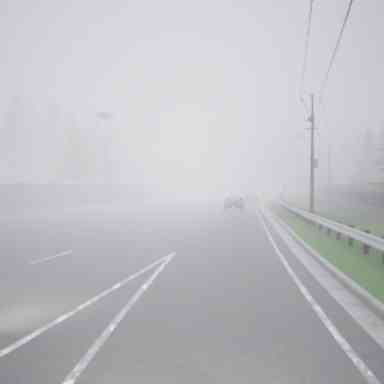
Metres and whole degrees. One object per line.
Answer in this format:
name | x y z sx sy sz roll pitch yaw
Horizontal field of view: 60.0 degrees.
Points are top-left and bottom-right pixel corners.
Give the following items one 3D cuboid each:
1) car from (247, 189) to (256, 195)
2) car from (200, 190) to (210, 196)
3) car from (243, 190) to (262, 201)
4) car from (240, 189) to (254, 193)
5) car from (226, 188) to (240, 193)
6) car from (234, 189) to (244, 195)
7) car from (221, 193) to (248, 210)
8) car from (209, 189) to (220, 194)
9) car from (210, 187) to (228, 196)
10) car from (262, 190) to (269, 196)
car | 16.436 -0.021 91.398 2.128 1.511 4.902 0 1 16
car | 3.508 0.241 84.212 2.033 1.411 5.357 0 1 16
car | 10.069 0.764 55.447 1.895 1.301 4.718 0 1 16
car | 13.616 0.287 81.371 2.128 1.511 4.902 0 1 16
car | 10.359 0.261 82.719 1.812 1.442 4.674 0 1 16
car | 13.067 -0.089 92.345 1.882 1.535 5.008 0 1 16
car | 4.365 1.089 33.634 1.895 1.301 4.718 0 1 12
car | 6.328 -0.068 94.240 2.033 1.411 5.357 0 1 16
car | 6.886 -0.054 83.289 2.150 2.045 5.566 0 1 16
car | 19.466 0.185 89.247 2.128 1.511 4.902 0 1 16
